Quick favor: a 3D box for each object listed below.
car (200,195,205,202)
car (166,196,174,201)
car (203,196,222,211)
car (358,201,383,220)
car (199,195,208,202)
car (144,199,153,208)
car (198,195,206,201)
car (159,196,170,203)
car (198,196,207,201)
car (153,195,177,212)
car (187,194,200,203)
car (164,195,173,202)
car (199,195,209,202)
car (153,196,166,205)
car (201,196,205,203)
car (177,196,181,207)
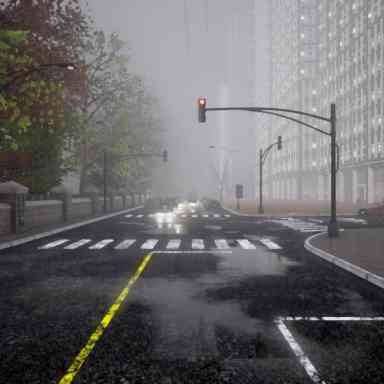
[{"bbox_3d":[2.698,1.597,52.664,1.947,1.339,4.313,0,0,0],"label":"car"},{"bbox_3d":[-5.678,1.625,86.459,1.887,1.381,4.507,0,0,0],"label":"car"},{"bbox_3d":[2.697,1.586,41.399,1.947,1.339,4.313,0,0,0],"label":"car"},{"bbox_3d":[14.609,1.304,24.607,4.181,1.385,1.994,-1,0,0],"label":"car"},{"bbox_3d":[2.703,1.511,80.825,1.967,1.590,4.097,0,0,0],"label":"car"},{"bbox_3d":[-5.683,1.607,47.032,1.802,1.307,4.206,0,0,0],"label":"car"},{"bbox_3d":[2.703,1.641,92.090,2.008,1.369,4.403,0,0,0],"label":"car"},{"bbox_3d":[-5.679,1.578,69.393,1.752,1.417,4.829,0,0,0],"label":"car"},{"bbox_3d":[2.702,1.631,86.457,2.008,1.369,4.403,0,0,0],"label":"car"},{"bbox_3d":[-3.145,1.511,39.556,2.128,1.511,4.902,0,0,-3],"label":"car"},{"bbox_3d":[0.008,1.598,68.268,2.033,1.411,5.357,0,0,0],"label":"car"},{"bbox_3d":[-5.678,1.511,80.826,1.967,1.590,4.097,0,0,0],"label":"car"},{"bbox_3d":[2.702,1.501,75.194,1.967,1.590,4.097,0,0,0],"label":"car"},{"bbox_3d":[-5.681,1.477,58.298,1.967,1.590,4.097,0,0,0],"label":"car"},{"bbox_3d":[2.697,1.591,47.031,1.947,1.339,4.313,0,0,0],"label":"car"},{"bbox_3d":[-3.086,1.506,49.904,1.882,1.535,5.008,0,0,0],"label":"car"}]
